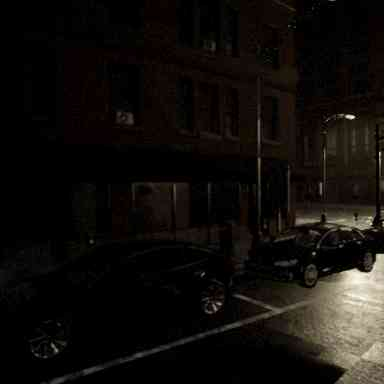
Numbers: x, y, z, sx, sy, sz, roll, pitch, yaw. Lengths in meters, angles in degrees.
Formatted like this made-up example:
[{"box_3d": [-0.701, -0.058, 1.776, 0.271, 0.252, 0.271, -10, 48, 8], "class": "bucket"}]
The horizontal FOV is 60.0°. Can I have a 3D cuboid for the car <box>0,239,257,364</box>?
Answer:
[{"box_3d": [-1.144, 1.566, 5.845, 4.313, 1.339, 1.947, 0, -1, -35], "class": "car"}]

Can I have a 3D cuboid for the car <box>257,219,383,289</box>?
[{"box_3d": [3.340, 1.549, 9.039, 4.403, 1.369, 2.008, 0, -1, -35], "class": "car"}]
